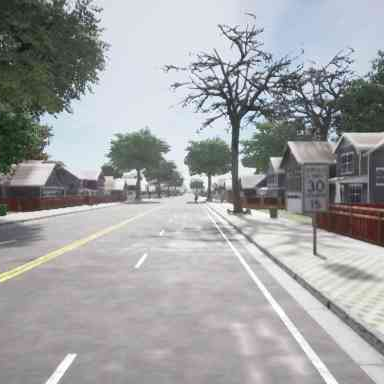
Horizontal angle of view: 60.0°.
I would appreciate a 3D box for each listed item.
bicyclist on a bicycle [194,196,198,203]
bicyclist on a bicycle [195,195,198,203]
[{"bbox_3d":[0.914,1.714,79.605,0.866,1.612,1.509,2,1,0],"label":"bicyclist on a bicycle"},{"bbox_3d":[0.919,1.536,70.611,0.659,1.776,1.843,2,1,0],"label":"bicyclist on a bicycle"}]
